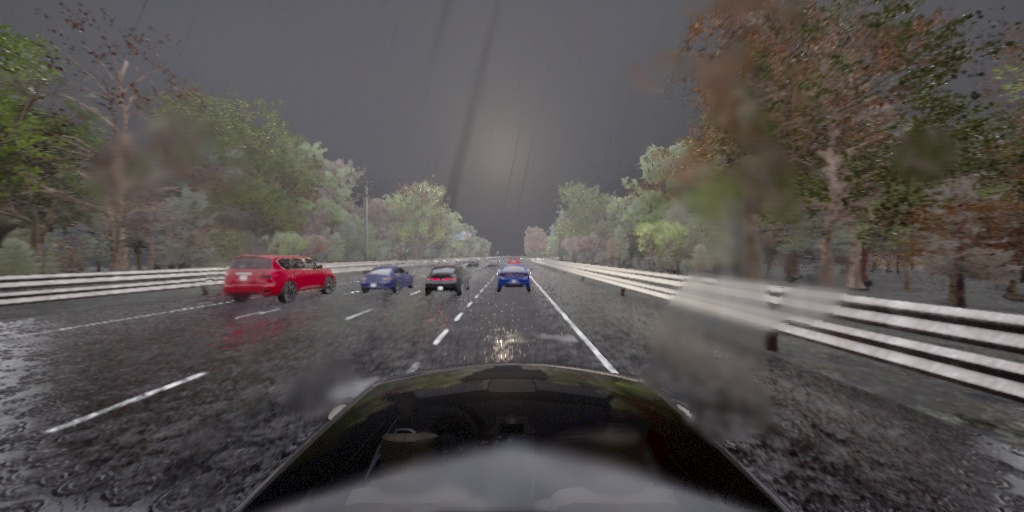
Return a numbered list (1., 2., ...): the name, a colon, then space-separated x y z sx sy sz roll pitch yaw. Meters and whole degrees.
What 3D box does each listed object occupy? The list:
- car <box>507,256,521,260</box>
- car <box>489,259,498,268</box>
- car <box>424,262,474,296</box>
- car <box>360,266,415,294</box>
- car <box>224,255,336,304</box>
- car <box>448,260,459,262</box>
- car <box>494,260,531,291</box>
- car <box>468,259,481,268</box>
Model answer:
1. car: 0.337 0.981 63.400 2.150 2.045 5.566 0 0 0
2. car: -3.158 1.306 63.733 2.033 1.411 5.357 0 0 0
3. car: -3.394 1.256 19.444 1.837 1.490 4.892 0 0 0
4. car: -6.892 1.275 20.156 1.812 1.442 4.674 0 0 0
5. car: -10.397 0.972 16.614 2.150 2.045 5.566 0 0 0
6. car: -10.167 1.323 62.423 1.994 1.385 4.181 0 0 0
7. car: 0.113 1.227 22.050 1.882 1.535 5.008 0 0 0
8. car: -6.659 1.265 63.189 1.837 1.490 4.892 0 0 0
